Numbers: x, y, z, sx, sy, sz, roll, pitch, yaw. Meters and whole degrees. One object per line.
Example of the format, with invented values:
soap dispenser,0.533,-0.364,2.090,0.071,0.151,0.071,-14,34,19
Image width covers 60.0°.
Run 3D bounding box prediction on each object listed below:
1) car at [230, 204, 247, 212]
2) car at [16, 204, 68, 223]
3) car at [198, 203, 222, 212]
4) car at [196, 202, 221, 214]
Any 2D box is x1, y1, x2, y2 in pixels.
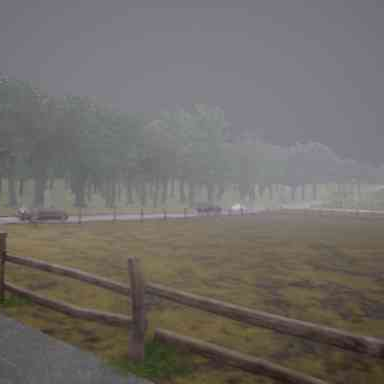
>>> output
car,9.140,3.157,65.751,1.812,1.442,4.674,3,1,35
car,-14.412,1.942,32.332,2.097,1.767,4.553,3,0,35
car,3.433,2.912,62.434,2.128,1.511,4.902,3,1,35
car,2.884,2.681,56.787,2.150,2.045,5.566,3,1,36
